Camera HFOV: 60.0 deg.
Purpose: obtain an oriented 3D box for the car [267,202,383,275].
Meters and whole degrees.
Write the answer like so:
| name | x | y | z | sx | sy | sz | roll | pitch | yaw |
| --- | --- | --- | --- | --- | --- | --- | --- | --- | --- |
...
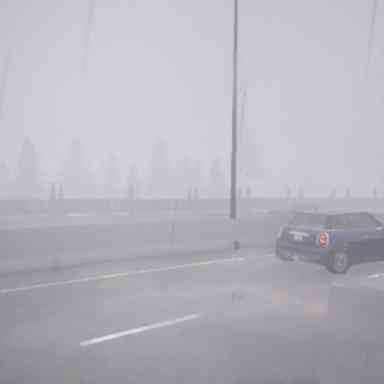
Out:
| name | x | y | z | sx | sy | sz | roll | pitch | yaw |
| --- | --- | --- | --- | --- | --- | --- | --- | --- | --- |
| car | 4.877 | 1.328 | 10.521 | 4.553 | 1.767 | 2.097 | 0 | 0 | -29 |

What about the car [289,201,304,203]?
| name | x | y | z | sx | sy | sz | roll | pitch | yaw |
| --- | --- | --- | --- | --- | --- | --- | --- | --- | --- |
| car | 9.052 | 1.499 | 28.244 | 5.357 | 1.411 | 2.033 | 0 | 0 | -22 |
